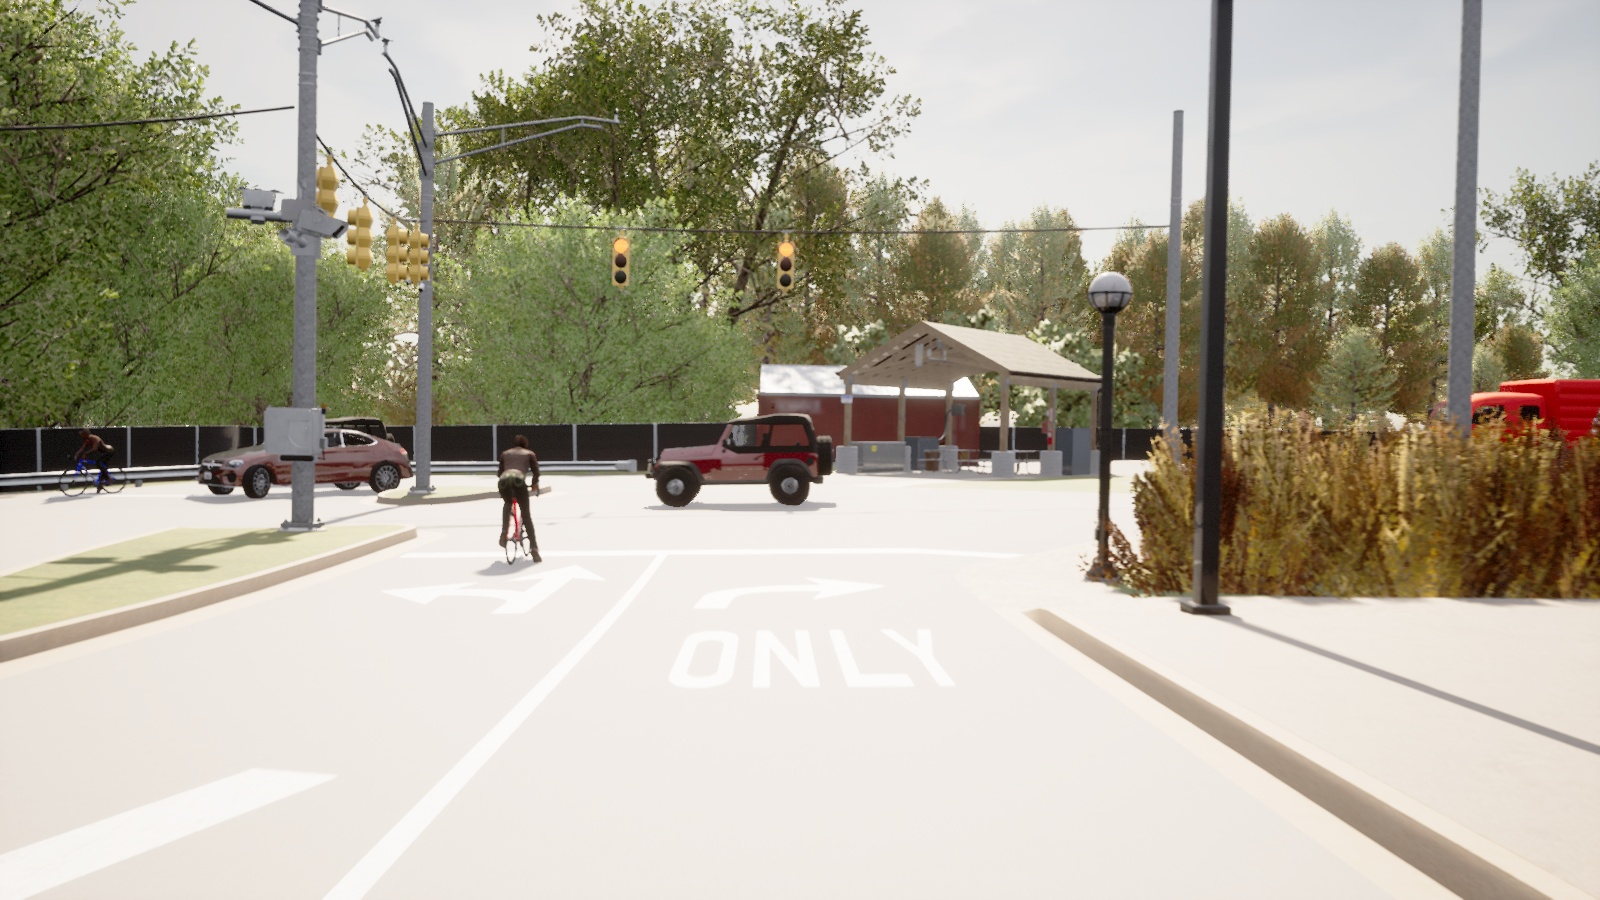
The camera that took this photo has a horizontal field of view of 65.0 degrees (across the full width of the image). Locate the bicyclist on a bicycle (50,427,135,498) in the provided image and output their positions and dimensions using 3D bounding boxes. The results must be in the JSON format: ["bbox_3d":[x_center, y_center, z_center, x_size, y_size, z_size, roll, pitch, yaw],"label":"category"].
[{"bbox_3d":[-17.102,0.281,30.400,0.582,1.620,1.656,2,4,32],"label":"bicyclist on a bicycle"}]

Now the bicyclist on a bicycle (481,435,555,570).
[{"bbox_3d":[-3.604,0.636,16.156,0.582,1.620,1.656,0,1,-1],"label":"bicyclist on a bicycle"}]

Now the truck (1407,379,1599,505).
[{"bbox_3d":[15.834,-0.188,26.029,5.204,2.467,2.627,0,1,1],"label":"truck"}]

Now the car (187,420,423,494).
[{"bbox_3d":[-12.182,0.118,31.201,2.152,1.651,5.027,2,2,41],"label":"car"}]

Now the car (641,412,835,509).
[{"bbox_3d":[-1.242,0.196,26.154,3.866,1.878,1.905,-1,1,0],"label":"car"}]

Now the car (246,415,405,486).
[{"bbox_3d":[-13.453,-0.018,35.658,3.866,1.878,1.905,-1,2,-36],"label":"car"}]
